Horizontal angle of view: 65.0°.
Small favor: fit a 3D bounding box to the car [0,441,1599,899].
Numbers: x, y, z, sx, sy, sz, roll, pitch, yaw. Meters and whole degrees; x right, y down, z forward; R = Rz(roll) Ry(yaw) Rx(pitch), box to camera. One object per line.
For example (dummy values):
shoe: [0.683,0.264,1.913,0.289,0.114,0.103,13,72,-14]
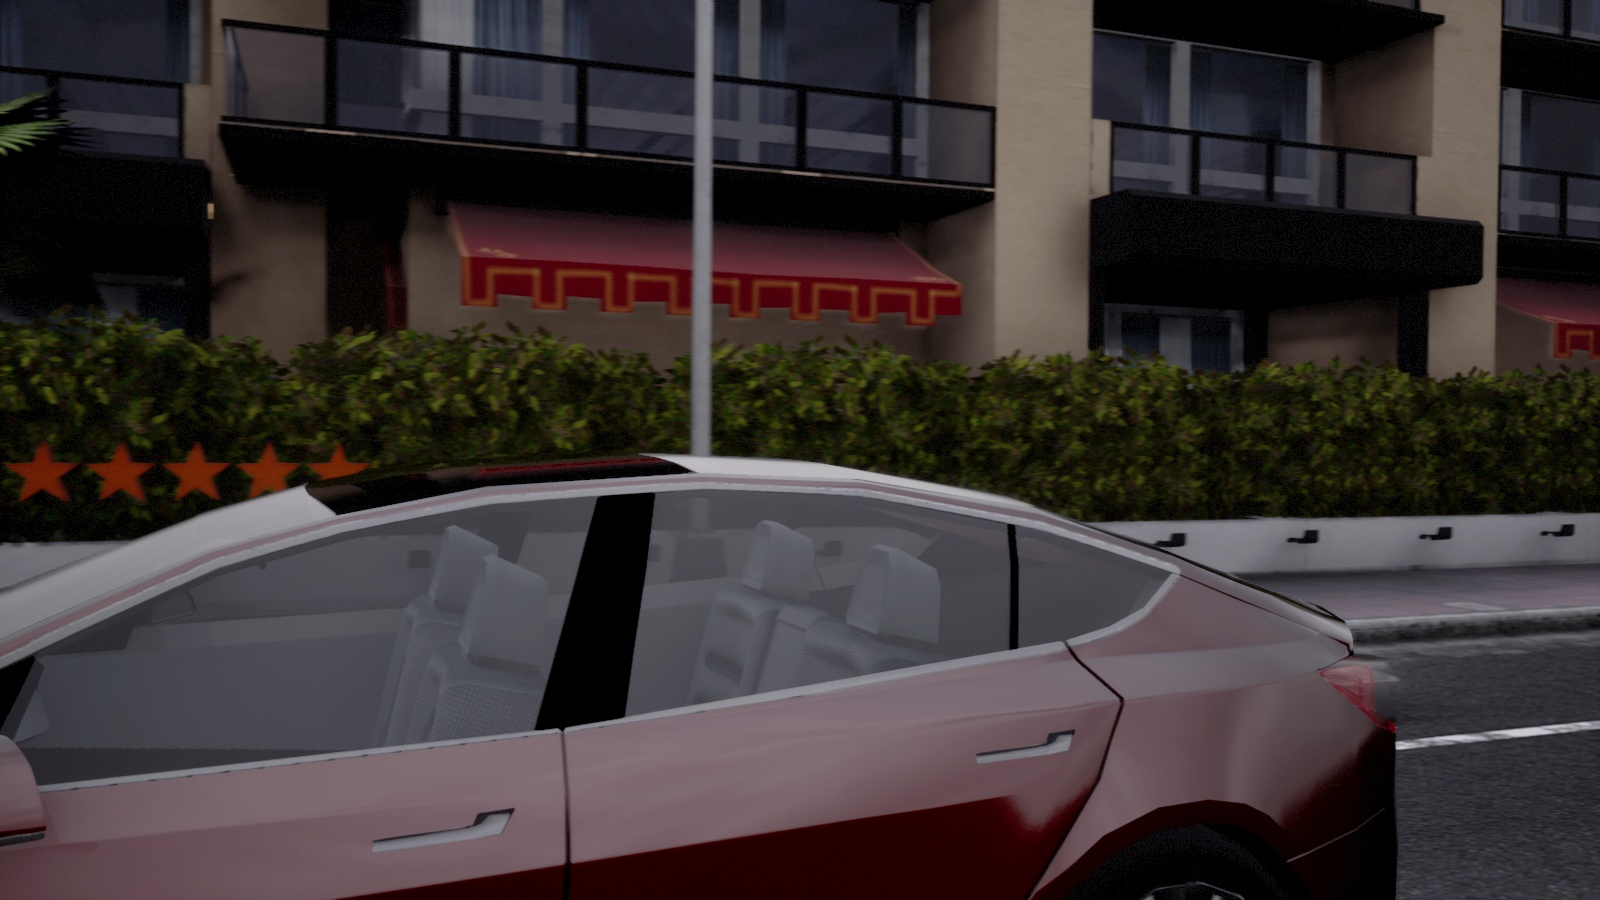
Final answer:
car: [-0.861,0.760,2.912,4.792,1.488,2.163,-1,1,-21]
